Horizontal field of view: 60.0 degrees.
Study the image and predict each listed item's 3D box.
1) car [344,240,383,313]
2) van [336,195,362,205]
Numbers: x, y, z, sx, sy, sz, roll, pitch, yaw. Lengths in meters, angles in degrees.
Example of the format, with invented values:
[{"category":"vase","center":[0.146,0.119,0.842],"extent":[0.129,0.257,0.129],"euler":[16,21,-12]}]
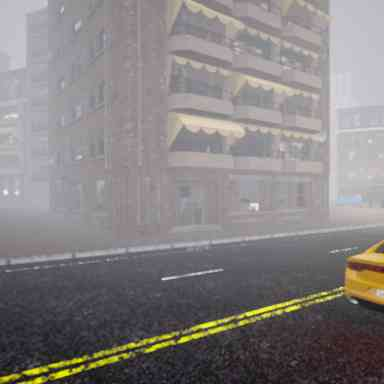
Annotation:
[{"category":"car","center":[5.195,1.542,6.844],"extent":[5.008,1.535,1.882],"euler":[0,0,-34]},{"category":"van","center":[27.286,1.372,57.609],"extent":[3.998,1.788,1.690],"euler":[1,-1,23]}]
